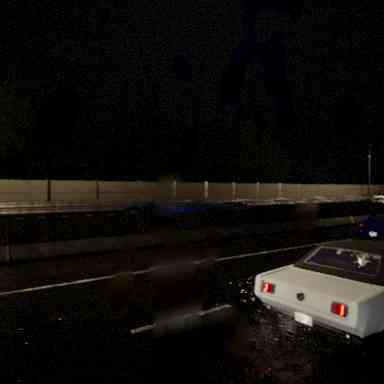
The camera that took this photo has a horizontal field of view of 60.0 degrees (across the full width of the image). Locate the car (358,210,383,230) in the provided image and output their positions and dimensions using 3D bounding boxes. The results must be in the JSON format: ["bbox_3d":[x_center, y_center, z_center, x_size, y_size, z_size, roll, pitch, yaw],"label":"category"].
[{"bbox_3d":[9.026,1.484,14.478,4.674,1.442,1.812,0,0,-35],"label":"car"}]

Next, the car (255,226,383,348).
[{"bbox_3d":[3.463,1.584,6.214,4.718,1.301,1.895,0,0,-35],"label":"car"}]

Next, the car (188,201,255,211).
[{"bbox_3d":[2.407,1.464,22.900,4.892,1.490,1.837,0,0,-35],"label":"car"}]

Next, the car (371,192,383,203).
[{"bbox_3d":[29.629,0.994,50.846,5.566,2.045,2.150,-1,0,-35],"label":"car"}]

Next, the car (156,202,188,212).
[{"bbox_3d":[0.056,1.438,25.522,5.008,1.535,1.882,0,0,-35],"label":"car"}]

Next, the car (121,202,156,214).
[{"bbox_3d":[-3.677,1.530,27.159,4.181,1.385,1.994,0,0,-35],"label":"car"}]
